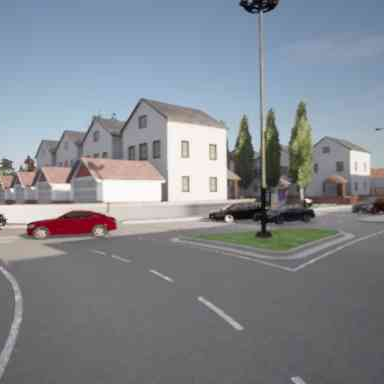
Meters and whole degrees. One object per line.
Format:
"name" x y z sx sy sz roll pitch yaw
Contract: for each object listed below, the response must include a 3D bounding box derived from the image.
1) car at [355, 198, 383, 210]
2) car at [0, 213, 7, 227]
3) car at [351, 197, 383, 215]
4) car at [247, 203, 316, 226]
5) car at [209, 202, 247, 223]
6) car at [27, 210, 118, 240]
"car" 23.249 1.506 42.880 5.357 1.411 2.033 0 0 -41
"car" -14.444 1.813 21.227 4.892 1.490 1.837 -1 0 4
"car" 18.017 1.324 33.699 4.553 1.767 2.097 0 -1 -41
"car" 6.895 1.606 24.529 5.357 1.411 2.033 0 0 -35
"car" 3.607 1.589 26.604 5.008 1.535 1.882 0 0 -33
"car" -6.423 1.715 18.161 4.674 1.442 1.812 -1 0 -16
